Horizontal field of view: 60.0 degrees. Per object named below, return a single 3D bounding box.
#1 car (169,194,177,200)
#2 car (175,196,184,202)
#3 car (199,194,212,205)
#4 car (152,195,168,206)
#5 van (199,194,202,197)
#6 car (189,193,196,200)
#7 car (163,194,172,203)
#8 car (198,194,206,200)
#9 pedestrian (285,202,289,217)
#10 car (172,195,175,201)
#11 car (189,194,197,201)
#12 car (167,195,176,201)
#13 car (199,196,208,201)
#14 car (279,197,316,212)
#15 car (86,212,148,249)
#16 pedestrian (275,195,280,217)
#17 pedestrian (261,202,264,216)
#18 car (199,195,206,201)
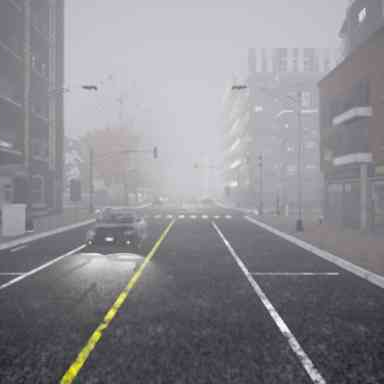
[{"bbox_3d":[-5.511,1.514,95.052,1.967,1.590,4.097,0,0,0],"label":"car"},{"bbox_3d":[-2.855,1.566,77.723,1.812,1.442,4.674,0,0,0],"label":"car"},{"bbox_3d":[2.807,1.565,61.256,1.887,1.381,4.507,0,0,0],"label":"car"},{"bbox_3d":[-5.584,1.580,55.641,1.947,1.339,4.313,0,0,0],"label":"car"},{"bbox_3d":[2.818,1.368,66.887,1.690,1.788,3.998,0,0,0],"label":"van"},{"bbox_3d":[0.177,1.305,94.736,2.097,1.767,4.553,0,0,0],"label":"car"},{"bbox_3d":[-5.563,1.552,66.732,1.752,1.417,4.829,0,0,0],"label":"car"},{"bbox_3d":[2.870,1.388,95.037,2.192,1.841,5.009,0,0,0],"label":"car"},{"bbox_3d":[8.189,1.465,28.686,0.375,1.300,0.375,0,0,0],"label":"pedestrian"},{"bbox_3d":[-5.553,1.350,72.532,2.192,1.841,5.009,0,0,0],"label":"car"},{"bbox_3d":[0.157,1.592,84.347,2.033,1.411,5.357,0,0,0],"label":"car"},{"bbox_3d":[-5.522,1.503,89.423,1.967,1.590,4.097,0,0,0],"label":"car"},{"bbox_3d":[2.848,1.603,83.777,2.008,1.369,4.403,0,0,0],"label":"car"},{"bbox_3d":[13.547,1.601,43.283,5.009,1.841,2.192,1,-1,0],"label":"car"},{"bbox_3d":[-3.061,1.559,14.304,1.994,1.385,4.181,0,0,0],"label":"car"},{"bbox_3d":[7.187,1.153,28.089,0.375,1.860,0.375,0,0,0],"label":"pedestrian"},{"bbox_3d":[6.190,1.136,29.291,0.375,1.860,0.375,0,0,0],"label":"pedestrian"},{"bbox_3d":[2.859,1.607,89.407,1.887,1.381,4.507,0,0,0],"label":"car"}]
